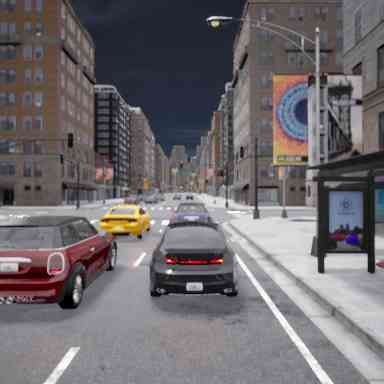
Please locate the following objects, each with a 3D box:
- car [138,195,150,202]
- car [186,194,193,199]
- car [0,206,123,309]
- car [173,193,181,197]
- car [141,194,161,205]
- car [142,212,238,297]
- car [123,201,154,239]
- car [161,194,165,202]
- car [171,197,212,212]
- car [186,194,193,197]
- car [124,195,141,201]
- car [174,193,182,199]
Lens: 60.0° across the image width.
[{"bbox_3d":[-10.245,1.391,71.154,1.994,1.385,4.181,0,0,0],"label":"car"},{"bbox_3d":[-0.637,1.200,92.057,1.895,1.301,4.718,0,0,0],"label":"car"},{"bbox_3d":[-3.221,1.334,7.959,2.097,1.767,4.553,0,0,-1],"label":"car"},{"bbox_3d":[-3.819,1.395,82.033,1.895,1.301,4.718,0,0,0],"label":"car"},{"bbox_3d":[-6.965,1.439,56.462,1.994,1.385,4.181,0,0,0],"label":"car"},{"bbox_3d":[0.023,1.486,8.531,1.837,1.490,4.892,0,0,-1],"label":"car"},{"bbox_3d":[-3.282,1.441,17.087,1.882,1.535,5.008,0,0,-1],"label":"car"},{"bbox_3d":[-6.996,1.193,71.328,2.097,1.767,4.553,0,0,0],"label":"car"},{"bbox_3d":[-0.036,1.314,17.466,2.097,1.767,4.553,0,0,0],"label":"car"},{"bbox_3d":[-0.566,1.278,81.608,1.882,1.535,5.008,0,0,0],"label":"car"},{"bbox_3d":[-10.214,1.228,56.422,2.097,1.767,4.553,0,0,0],"label":"car"},{"bbox_3d":[-3.886,1.131,92.005,2.128,1.511,4.902,0,0,0],"label":"car"}]
